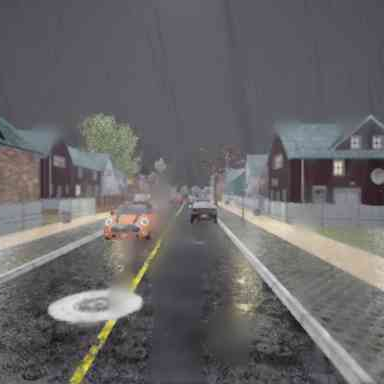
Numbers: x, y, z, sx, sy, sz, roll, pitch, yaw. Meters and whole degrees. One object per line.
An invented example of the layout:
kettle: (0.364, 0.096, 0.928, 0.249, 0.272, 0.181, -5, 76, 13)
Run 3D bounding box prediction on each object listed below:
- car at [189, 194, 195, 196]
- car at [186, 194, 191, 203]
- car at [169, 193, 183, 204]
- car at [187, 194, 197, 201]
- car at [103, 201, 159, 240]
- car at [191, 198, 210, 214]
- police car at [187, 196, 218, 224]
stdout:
car: (0.809, 1.372, 40.301, 1.882, 1.535, 5.008, 0, 0, 0)
car: (-0.023, 1.397, 58.336, 2.128, 1.511, 4.902, 0, 0, 0)
car: (-2.808, 1.120, 59.014, 2.150, 2.045, 5.566, 0, 0, 1)
car: (-0.029, 1.290, 74.075, 2.128, 1.511, 4.902, 0, 0, 0)
car: (-2.856, 1.298, 16.450, 2.097, 1.767, 4.553, 0, 0, 0)
car: (0.811, 1.426, 34.301, 1.812, 1.442, 4.674, 0, 0, 0)
police car: (0.815, 1.348, 24.410, 1.930, 1.638, 5.238, 0, 0, 0)
